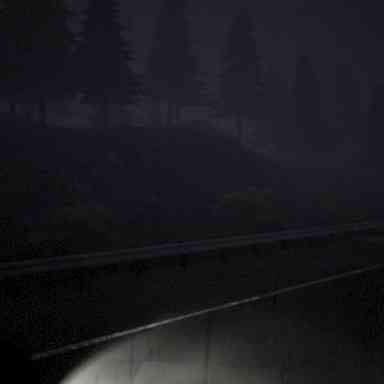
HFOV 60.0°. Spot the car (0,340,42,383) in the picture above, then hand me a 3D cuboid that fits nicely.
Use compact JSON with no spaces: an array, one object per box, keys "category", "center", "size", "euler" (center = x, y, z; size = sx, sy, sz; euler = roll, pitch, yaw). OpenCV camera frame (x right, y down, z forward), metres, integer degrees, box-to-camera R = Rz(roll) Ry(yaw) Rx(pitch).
[{"category":"car","center":[-2.894,1.575,1.633],"size":[4.181,1.385,1.994],"euler":[-1,0,-36]}]
